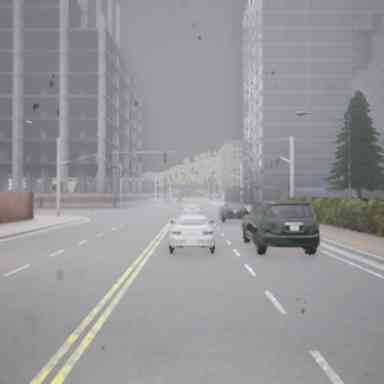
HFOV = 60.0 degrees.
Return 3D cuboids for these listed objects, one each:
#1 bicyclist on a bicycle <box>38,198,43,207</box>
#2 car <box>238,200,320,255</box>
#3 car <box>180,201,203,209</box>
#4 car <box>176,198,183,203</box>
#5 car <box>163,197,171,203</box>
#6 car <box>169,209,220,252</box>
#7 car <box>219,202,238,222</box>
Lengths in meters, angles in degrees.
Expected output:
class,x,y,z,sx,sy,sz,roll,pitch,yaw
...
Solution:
class,x,y,z,sx,sy,sz,roll,pitch,yaw
bicyclist on a bicycle,-26.430,1.872,58.092,0.582,1.620,1.656,0,0,1
car,3.504,1.355,14.043,2.150,2.045,5.566,0,0,0
car,0.011,1.814,29.382,1.812,1.442,4.674,0,0,0
car,-3.483,2.407,93.136,1.837,1.490,4.892,0,-1,0
car,-6.983,2.263,93.168,2.097,1.767,4.553,0,-1,0
car,0.008,1.667,14.392,1.812,1.442,4.674,0,0,0
car,3.508,1.635,29.093,2.097,1.767,4.553,0,-1,0
